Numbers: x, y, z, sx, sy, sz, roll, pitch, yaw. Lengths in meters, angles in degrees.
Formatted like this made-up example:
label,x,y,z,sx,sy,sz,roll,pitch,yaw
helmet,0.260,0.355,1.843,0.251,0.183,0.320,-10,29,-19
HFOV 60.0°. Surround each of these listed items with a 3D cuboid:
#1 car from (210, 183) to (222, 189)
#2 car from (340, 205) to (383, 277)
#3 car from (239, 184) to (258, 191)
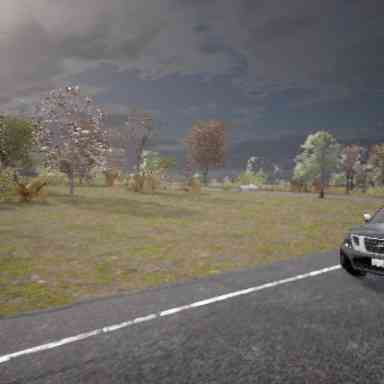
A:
label,x,y,z,sx,sy,sz,roll,pitch,yaw
car,6.410,-1.490,80.229,1.895,1.301,4.718,1,3,-38
car,6.252,1.203,8.997,5.566,2.045,2.150,0,1,-39
car,12.385,-0.970,72.696,1.812,1.442,4.674,1,3,-38
